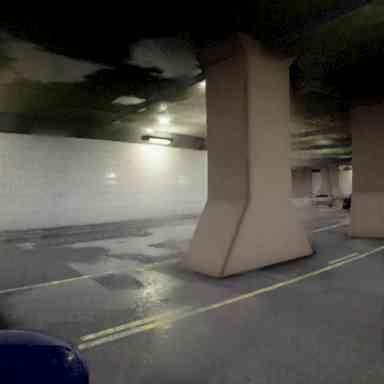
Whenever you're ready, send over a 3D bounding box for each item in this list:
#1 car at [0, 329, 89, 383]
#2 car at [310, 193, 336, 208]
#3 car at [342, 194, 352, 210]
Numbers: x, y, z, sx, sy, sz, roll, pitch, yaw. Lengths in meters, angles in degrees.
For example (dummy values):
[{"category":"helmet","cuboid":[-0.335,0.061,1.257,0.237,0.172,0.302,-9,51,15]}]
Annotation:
[{"category":"car","cuboid":[-2.910,1.561,1.751,4.674,1.442,1.812,-1,1,-35]},{"category":"car","cuboid":[14.026,0.857,35.489,1.812,1.442,4.674,-1,1,30]},{"category":"car","cuboid":[15.340,0.908,30.905,2.033,1.411,5.357,-1,1,33]}]
